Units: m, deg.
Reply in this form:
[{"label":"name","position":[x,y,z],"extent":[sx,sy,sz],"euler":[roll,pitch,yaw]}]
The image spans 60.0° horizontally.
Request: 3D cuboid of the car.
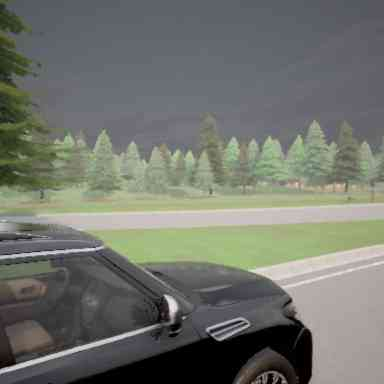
[{"label":"car","position":[-1.451,1.224,2.375],"extent":[5.566,2.045,2.150],"euler":[-2,1,-38]}]
